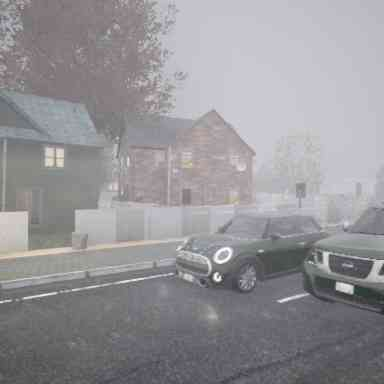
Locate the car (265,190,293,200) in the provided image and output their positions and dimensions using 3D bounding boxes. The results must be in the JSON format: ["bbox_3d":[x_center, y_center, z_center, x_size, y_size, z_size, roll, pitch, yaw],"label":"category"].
[{"bbox_3d":[12.132,0.752,45.961,2.150,2.045,5.566,1,0,-20],"label":"car"}]

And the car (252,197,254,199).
[{"bbox_3d":[8.500,0.911,56.009,2.033,1.411,5.357,1,0,-19],"label":"car"}]

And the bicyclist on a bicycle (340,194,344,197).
[{"bbox_3d":[19.397,1.035,43.116,1.656,1.620,0.582,1,0,-20],"label":"bicyclist on a bicycle"}]

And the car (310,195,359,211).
[{"bbox_3d":[15.538,1.177,36.542,2.128,1.511,4.902,1,0,-20],"label":"car"}]

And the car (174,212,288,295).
[{"bbox_3d":[1.759,1.356,8.881,4.553,1.767,2.097,0,0,-35],"label":"car"}]

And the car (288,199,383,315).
[{"bbox_3d":[4.764,1.228,7.028,5.566,2.045,2.150,0,0,-35],"label":"car"}]
